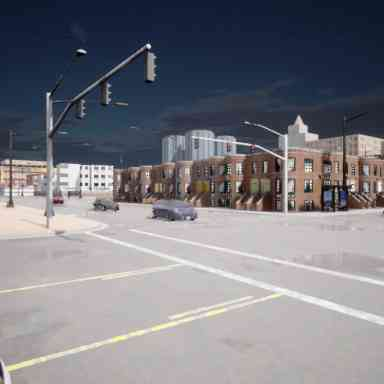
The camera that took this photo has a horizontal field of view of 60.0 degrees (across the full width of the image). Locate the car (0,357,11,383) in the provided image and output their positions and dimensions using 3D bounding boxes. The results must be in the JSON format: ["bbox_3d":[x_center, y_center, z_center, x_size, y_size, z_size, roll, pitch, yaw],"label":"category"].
[{"bbox_3d":[-3.740,1.222,1.100,5.566,2.045,2.150,0,0,-35],"label":"car"}]

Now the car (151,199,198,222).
[{"bbox_3d":[-1.448,1.352,26.373,2.097,1.767,4.553,0,0,-32],"label":"car"}]

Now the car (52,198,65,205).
[{"bbox_3d":[-23.415,1.601,57.227,1.895,1.301,4.718,0,0,-35],"label":"car"}]

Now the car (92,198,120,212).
[{"bbox_3d":[-10.026,1.504,38.575,1.837,1.490,4.892,0,0,-36],"label":"car"}]
